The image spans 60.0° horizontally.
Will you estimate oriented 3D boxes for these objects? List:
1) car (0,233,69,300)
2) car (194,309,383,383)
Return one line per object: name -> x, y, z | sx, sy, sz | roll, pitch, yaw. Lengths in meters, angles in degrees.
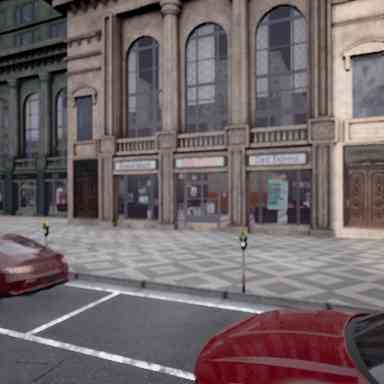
car -> -4.704, 1.581, 7.472 | 4.206, 1.307, 1.802 | 0, 0, 23
car -> 2.421, 1.478, 2.245 | 5.008, 1.535, 1.882 | 0, 0, 22
